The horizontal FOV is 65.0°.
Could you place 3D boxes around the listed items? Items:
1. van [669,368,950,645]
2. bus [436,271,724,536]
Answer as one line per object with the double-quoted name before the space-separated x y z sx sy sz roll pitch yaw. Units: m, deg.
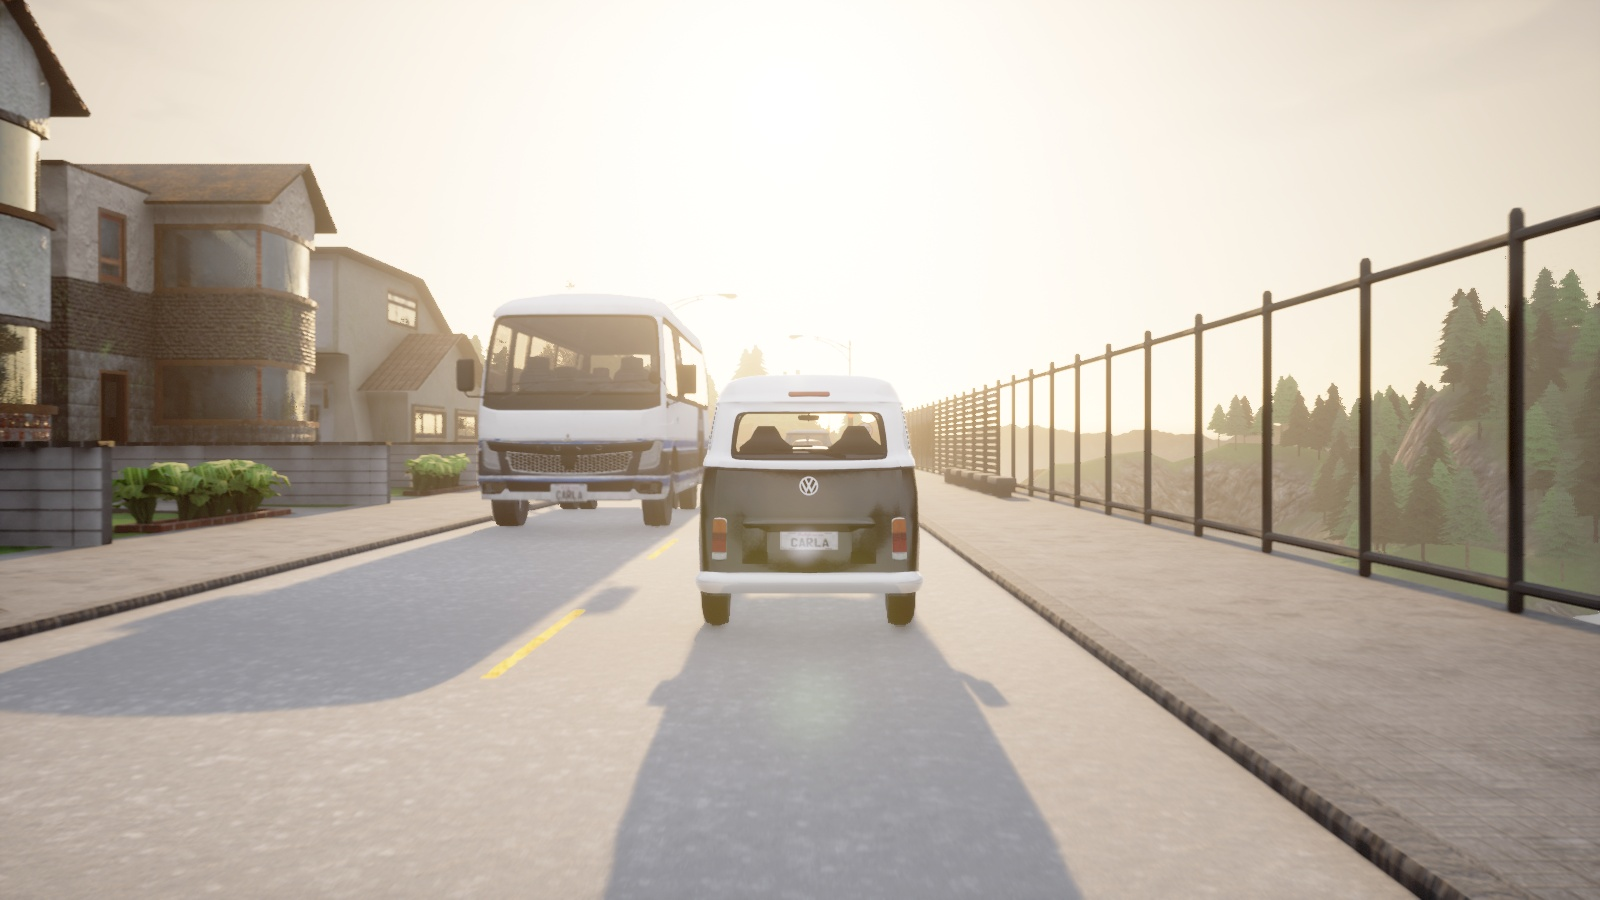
"van" 0.081 0.405 11.513 2.069 2.038 4.480 0 0 0
"bus" -3.840 -0.775 25.257 3.944 4.253 10.273 0 0 0
